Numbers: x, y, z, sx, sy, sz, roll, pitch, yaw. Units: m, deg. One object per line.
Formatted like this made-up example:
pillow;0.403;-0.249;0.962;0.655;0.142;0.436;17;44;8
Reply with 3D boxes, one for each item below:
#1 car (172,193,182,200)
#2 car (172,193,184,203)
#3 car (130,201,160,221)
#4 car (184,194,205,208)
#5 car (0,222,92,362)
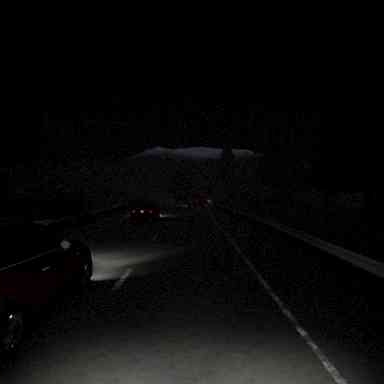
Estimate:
car;-3.499;0.951;76.102;2.033;1.411;5.357;0;0;-6
car;-2.070;1.028;61.168;2.097;1.767;4.553;0;0;-6
car;-3.523;1.411;25.689;2.033;1.411;5.357;0;0;-1
car;0.455;1.121;43.390;2.097;1.767;4.553;0;0;-3
car;-3.400;1.319;6.023;2.097;1.767;4.553;0;0;0
